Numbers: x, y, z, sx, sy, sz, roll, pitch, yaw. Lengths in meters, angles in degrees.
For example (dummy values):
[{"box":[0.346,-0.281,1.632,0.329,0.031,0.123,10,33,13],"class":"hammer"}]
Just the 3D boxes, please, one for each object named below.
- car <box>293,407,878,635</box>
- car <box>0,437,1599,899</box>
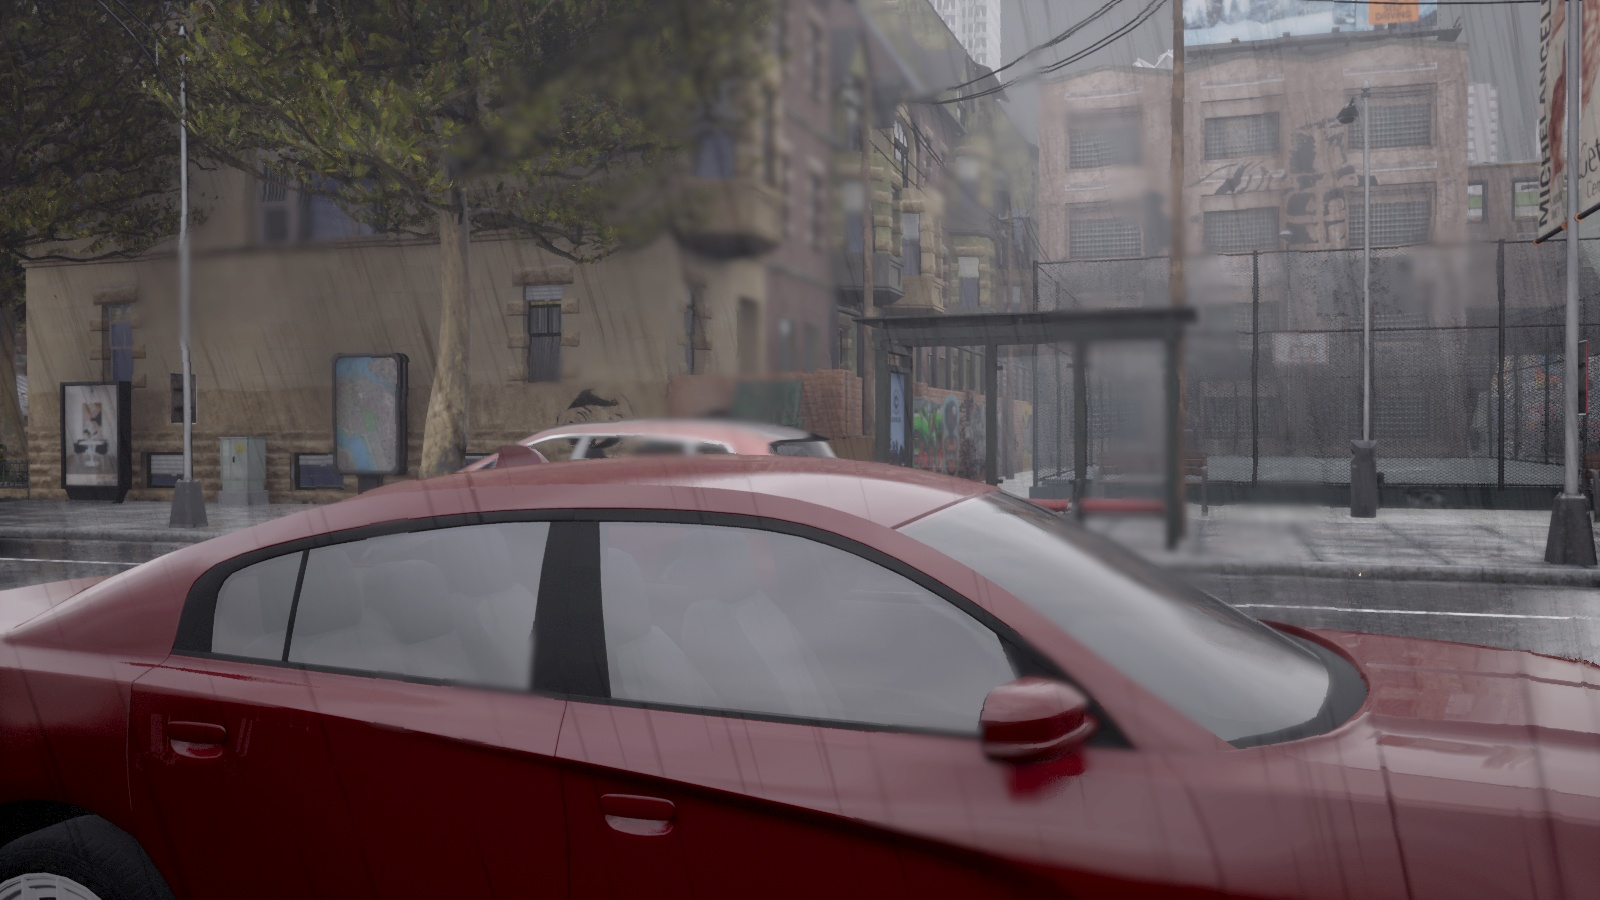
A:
[{"box":[-1.858,0.486,11.106,4.611,1.667,2.242,1,1,22],"class":"car"},{"box":[0.026,0.754,3.152,5.008,1.535,1.882,1,1,18],"class":"car"}]
